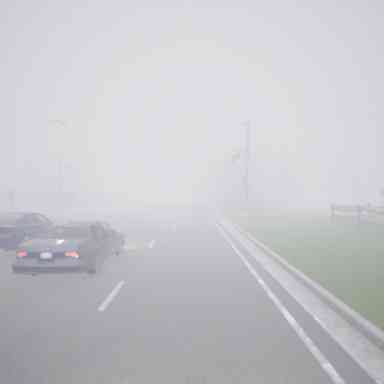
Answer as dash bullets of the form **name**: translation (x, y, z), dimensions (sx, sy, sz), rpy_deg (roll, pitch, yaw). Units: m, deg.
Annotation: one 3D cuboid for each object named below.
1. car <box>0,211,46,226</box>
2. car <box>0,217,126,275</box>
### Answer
- **car**: translation (-6.950, 1.510, 13.560), dimensions (1.882, 1.535, 5.008), rpy_deg (0, 0, 0)
- **car**: translation (-3.476, 1.573, 10.478), dimensions (2.033, 1.411, 5.357), rpy_deg (0, 0, 0)
